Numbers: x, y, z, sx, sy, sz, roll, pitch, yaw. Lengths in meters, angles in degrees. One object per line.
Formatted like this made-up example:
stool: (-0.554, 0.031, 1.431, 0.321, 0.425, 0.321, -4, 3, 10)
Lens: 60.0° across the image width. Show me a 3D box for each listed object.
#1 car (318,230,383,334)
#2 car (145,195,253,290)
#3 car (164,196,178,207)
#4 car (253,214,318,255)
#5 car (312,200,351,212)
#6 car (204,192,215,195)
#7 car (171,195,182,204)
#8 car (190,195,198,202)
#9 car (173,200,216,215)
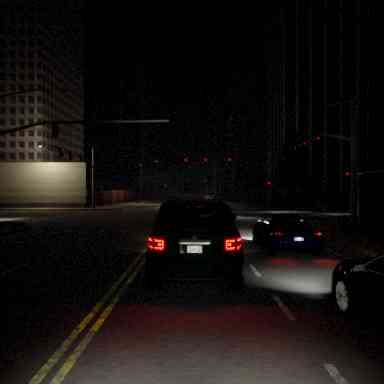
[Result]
car: (3.622, 1.505, 4.590, 1.837, 1.490, 4.892, 0, 0, 0)
car: (0.094, 1.221, 9.226, 2.150, 2.045, 5.566, 0, 0, 1)
car: (-3.295, 1.500, 52.703, 1.837, 1.490, 4.892, 0, 1, 0)
car: (3.644, 1.564, 13.267, 1.994, 1.385, 4.181, 0, 0, 1)
car: (15.835, 1.545, 36.622, 4.718, 1.301, 1.895, 0, 0, 0)
car: (3.919, 1.083, 73.889, 2.150, 2.045, 5.566, 0, 0, 0)
car: (-3.135, 1.477, 67.490, 1.882, 1.535, 5.008, 0, 0, 1)
car: (0.419, 1.358, 73.879, 1.837, 1.490, 4.892, 0, 0, 0)
car: (0.189, 1.576, 34.384, 1.895, 1.301, 4.718, 0, 0, -38)
